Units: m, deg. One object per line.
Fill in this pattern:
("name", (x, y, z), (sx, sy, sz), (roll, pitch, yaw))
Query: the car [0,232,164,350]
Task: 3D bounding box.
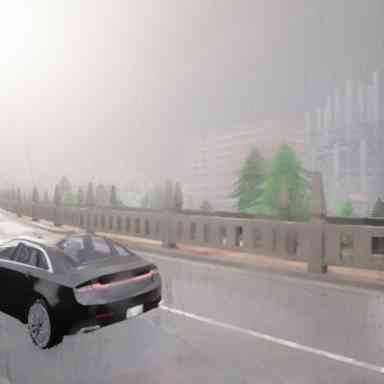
("car", (-2.709, 1.518, 6.357), (4.902, 1.511, 2.128), (0, 0, 39))
